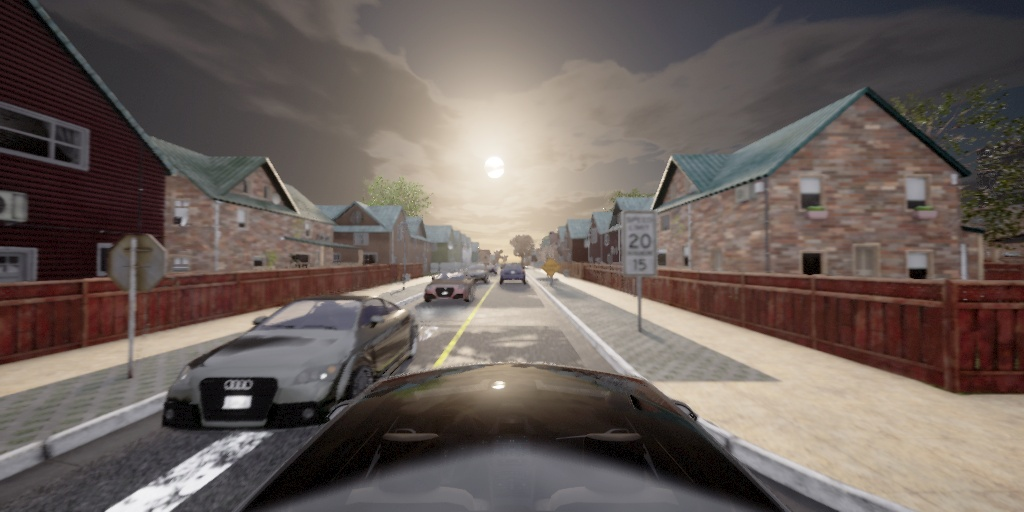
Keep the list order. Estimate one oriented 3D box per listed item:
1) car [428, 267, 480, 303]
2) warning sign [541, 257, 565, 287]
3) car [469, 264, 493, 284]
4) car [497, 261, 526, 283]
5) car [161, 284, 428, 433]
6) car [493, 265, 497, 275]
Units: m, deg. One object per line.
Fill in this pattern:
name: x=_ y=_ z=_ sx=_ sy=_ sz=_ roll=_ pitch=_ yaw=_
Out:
car: x=-2.862 y=1.408 z=17.304 sx=1.994 sy=1.385 sz=4.181 roll=0 pitch=0 yaw=0
warning sign: x=2.497 y=0.999 z=22.909 sx=1.300 sy=1.860 sz=1.060 roll=0 pitch=0 yaw=0
car: x=-2.873 y=1.455 z=29.754 sx=1.837 sy=1.490 sz=4.892 roll=0 pitch=-1 yaw=0
car: x=0.071 y=1.300 z=29.950 sx=2.097 sy=1.767 sz=4.553 roll=0 pitch=-1 yaw=0
car: x=-2.860 y=1.336 z=5.697 sx=1.994 sy=1.385 sz=4.181 roll=0 pitch=0 yaw=-1
car: x=-2.797 y=1.726 z=45.473 sx=1.895 sy=1.301 sz=4.718 roll=0 pitch=-1 yaw=0
